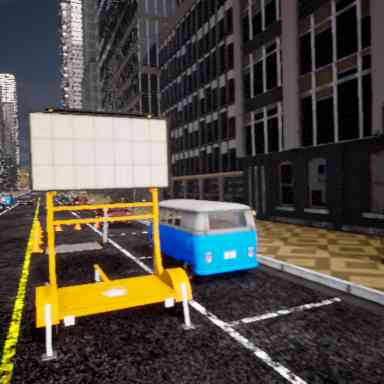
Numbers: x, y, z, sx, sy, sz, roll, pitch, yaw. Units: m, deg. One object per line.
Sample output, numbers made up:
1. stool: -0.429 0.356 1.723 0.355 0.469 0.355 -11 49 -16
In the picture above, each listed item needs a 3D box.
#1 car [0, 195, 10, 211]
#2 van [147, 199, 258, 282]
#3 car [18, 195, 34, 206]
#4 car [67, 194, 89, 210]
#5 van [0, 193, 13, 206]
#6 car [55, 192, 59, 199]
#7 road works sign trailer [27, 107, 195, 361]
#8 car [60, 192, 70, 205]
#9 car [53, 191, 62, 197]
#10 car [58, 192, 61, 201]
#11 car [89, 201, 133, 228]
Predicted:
1. car: -21.656 1.354 36.630 2.008 1.369 4.403 -2 1 -24
2. van: 0.066 1.132 8.969 1.690 1.788 3.998 -2 1 -24
3. car: -23.517 1.166 47.246 2.033 1.411 5.357 -2 1 -24
4. car: -11.675 1.144 34.898 1.802 1.307 4.206 -2 1 -24
5. van: -26.361 1.044 46.995 1.690 1.788 3.998 -2 1 -24
6. car: -23.426 0.745 60.818 1.967 1.590 4.097 -2 1 -24
7. road works sign trailer: -1.590 0.365 6.037 2.380 3.560 2.880 -2 1 -24
8. car: -16.374 1.016 45.267 2.008 1.369 4.403 -2 1 -24
9. car: -35.172 0.569 86.744 1.887 1.381 4.507 -2 1 -24
10. car: -18.724 0.964 50.451 2.008 1.369 4.403 -2 1 -24
11. car: -4.626 1.281 19.343 1.802 1.307 4.206 -2 1 -24
